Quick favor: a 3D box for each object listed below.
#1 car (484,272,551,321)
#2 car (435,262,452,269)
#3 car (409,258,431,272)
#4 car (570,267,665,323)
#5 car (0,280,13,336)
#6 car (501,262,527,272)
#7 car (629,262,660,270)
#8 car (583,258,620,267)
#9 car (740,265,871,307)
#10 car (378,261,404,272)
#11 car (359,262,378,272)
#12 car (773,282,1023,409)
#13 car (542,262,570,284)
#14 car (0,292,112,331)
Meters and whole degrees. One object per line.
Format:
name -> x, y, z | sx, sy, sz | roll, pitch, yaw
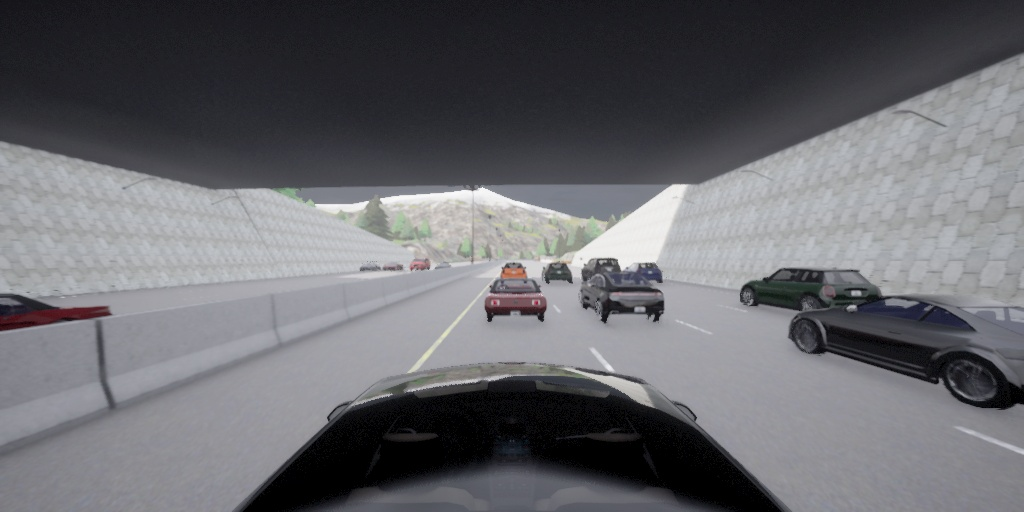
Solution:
car -> 0.109, 1.421, 12.791 | 1.895, 1.301, 4.718 | 0, 0, 0
car -> -10.462, 1.646, 55.208 | 1.994, 1.385, 4.181 | 0, 0, 1
car -> -13.963, 1.299, 54.855 | 2.150, 2.045, 5.566 | 0, 0, 1
car -> 3.609, 1.312, 12.529 | 2.128, 1.511, 4.902 | 0, 0, 0
car -> -14.096, 1.320, 6.707 | 2.033, 1.411, 5.357 | 0, 0, 0
car -> 0.139, 1.279, 29.709 | 2.097, 1.767, 4.553 | 0, 0, 0
car -> 10.639, 1.286, 29.717 | 2.097, 1.767, 4.553 | 0, 0, 0
car -> 7.138, 1.149, 29.013 | 2.150, 2.045, 5.566 | 0, 0, 0
car -> 10.609, 1.181, 13.170 | 2.097, 1.767, 4.553 | 0, 0, 0
car -> -17.481, 1.540, 52.746 | 1.882, 1.535, 5.008 | 0, 0, 0
car -> -20.976, 1.626, 53.201 | 1.994, 1.385, 4.181 | 0, 0, 0
car -> 7.099, 1.347, 6.217 | 1.994, 1.385, 4.181 | 0, 0, 0
car -> 3.639, 1.282, 29.709 | 2.097, 1.767, 4.553 | 0, 0, 0
car -> -10.597, 1.374, 6.367 | 1.895, 1.301, 4.718 | 0, 0, 0
